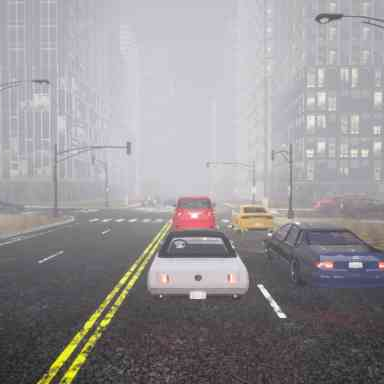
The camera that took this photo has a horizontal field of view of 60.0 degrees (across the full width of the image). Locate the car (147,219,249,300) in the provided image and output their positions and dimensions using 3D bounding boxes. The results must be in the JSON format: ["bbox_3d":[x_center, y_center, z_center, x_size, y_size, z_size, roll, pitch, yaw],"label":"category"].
[{"bbox_3d":[0.110,1.597,8.300,1.895,1.301,4.718,0,0,0],"label":"car"}]

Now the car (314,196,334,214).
[{"bbox_3d":[16.439,1.332,36.515,5.566,2.045,2.150,1,1,1],"label":"car"}]

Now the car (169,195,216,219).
[{"bbox_3d":[0.119,1.211,18.059,2.150,2.045,5.566,0,0,0],"label":"car"}]

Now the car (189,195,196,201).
[{"bbox_3d":[0.087,1.446,82.154,1.812,1.442,4.674,0,0,0],"label":"car"}]

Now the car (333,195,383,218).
[{"bbox_3d":[16.234,1.517,30.731,5.009,1.841,2.192,1,0,1],"label":"car"}]

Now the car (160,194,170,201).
[{"bbox_3d":[-6.415,1.279,80.589,2.097,1.767,4.553,0,0,0],"label":"car"}]

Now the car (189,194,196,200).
[{"bbox_3d":[0.098,1.430,91.955,1.812,1.442,4.674,0,0,0],"label":"car"}]

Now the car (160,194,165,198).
[{"bbox_3d":[-6.490,1.429,60.389,1.882,1.535,5.008,0,0,-1],"label":"car"}]

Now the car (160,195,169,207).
[{"bbox_3d":[-3.285,1.526,51.149,1.994,1.385,4.181,0,0,0],"label":"car"}]

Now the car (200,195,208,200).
[{"bbox_3d":[3.349,1.444,92.370,2.033,1.411,5.357,0,0,0],"label":"car"}]

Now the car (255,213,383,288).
[{"bbox_3d":[3.364,1.543,9.327,2.033,1.411,5.357,0,0,0],"label":"car"}]

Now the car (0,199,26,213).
[{"bbox_3d":[-19.357,1.406,33.943,4.181,1.385,1.994,1,1,1],"label":"car"}]

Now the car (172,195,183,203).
[{"bbox_3d":[-3.175,1.462,71.497,2.128,1.511,4.902,0,0,0],"label":"car"}]

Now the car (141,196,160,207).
[{"bbox_3d":[-6.541,1.454,50.715,2.128,1.511,4.902,0,0,0],"label":"car"}]

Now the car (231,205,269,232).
[{"bbox_3d":[3.374,1.467,19.146,1.882,1.535,5.008,0,0,1],"label":"car"}]

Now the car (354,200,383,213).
[{"bbox_3d":[21.851,1.641,39.012,4.829,1.417,1.752,1,0,1],"label":"car"}]

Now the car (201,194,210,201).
[{"bbox_3d":[3.337,1.400,82.011,1.882,1.535,5.008,0,0,0],"label":"car"}]
